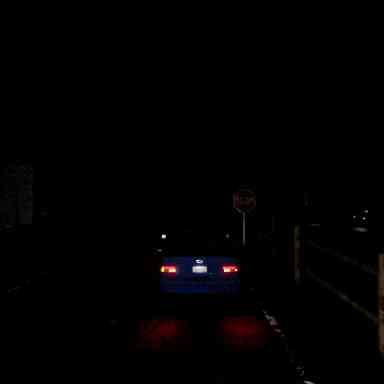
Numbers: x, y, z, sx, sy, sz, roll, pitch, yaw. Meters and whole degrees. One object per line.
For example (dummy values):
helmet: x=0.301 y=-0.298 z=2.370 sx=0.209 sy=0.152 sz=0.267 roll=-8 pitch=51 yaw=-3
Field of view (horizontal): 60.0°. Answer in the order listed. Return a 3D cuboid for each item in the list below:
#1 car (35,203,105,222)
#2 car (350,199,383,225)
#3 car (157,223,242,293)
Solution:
car: x=-9.057 y=1.488 z=24.888 sx=4.718 sy=1.301 sz=1.895 roll=1 pitch=-1 yaw=1
car: x=14.806 y=1.507 z=24.593 sx=5.566 sy=2.045 sz=2.150 roll=1 pitch=-1 yaw=1
car: x=0.109 y=1.549 z=8.970 sx=2.033 sy=1.411 sz=5.357 roll=0 pitch=0 yaw=-1
